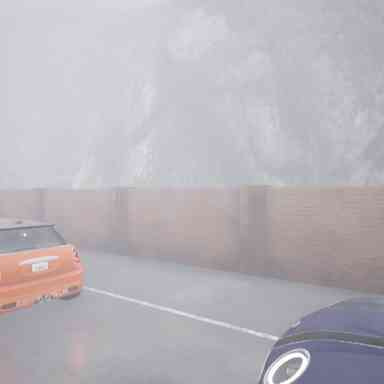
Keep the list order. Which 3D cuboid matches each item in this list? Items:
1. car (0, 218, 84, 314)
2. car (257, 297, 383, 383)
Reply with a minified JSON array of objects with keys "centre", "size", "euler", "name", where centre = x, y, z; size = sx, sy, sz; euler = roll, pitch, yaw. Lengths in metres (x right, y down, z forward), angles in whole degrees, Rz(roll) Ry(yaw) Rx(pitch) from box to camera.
[{"centre":[-4.433,1.352,7.159],"size":[4.553,1.767,2.097],"euler":[0,0,36],"name":"car"},{"centre":[2.703,1.352,2.102],"size":[4.553,1.767,2.097],"euler":[0,0,35],"name":"car"}]
